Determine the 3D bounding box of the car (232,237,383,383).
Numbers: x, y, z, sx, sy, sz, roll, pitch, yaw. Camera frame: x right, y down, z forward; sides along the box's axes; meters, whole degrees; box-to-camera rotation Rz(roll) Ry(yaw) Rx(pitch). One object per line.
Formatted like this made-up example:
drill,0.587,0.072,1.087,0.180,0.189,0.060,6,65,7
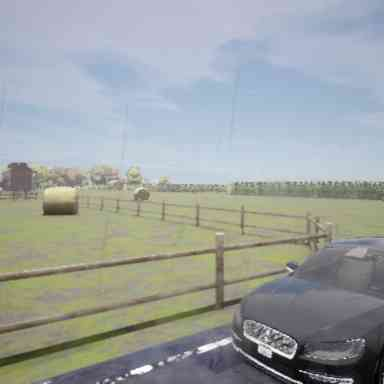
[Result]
car,2.775,1.505,5.022,4.892,1.490,1.837,1,0,-35
